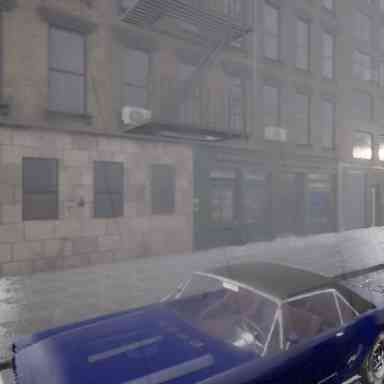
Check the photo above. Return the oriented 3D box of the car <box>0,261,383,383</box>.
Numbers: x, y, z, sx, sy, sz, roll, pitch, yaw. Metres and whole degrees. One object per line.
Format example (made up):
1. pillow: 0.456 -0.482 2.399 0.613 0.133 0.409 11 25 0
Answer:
1. car: 0.538 1.596 3.750 4.718 1.301 1.895 0 0 -35
